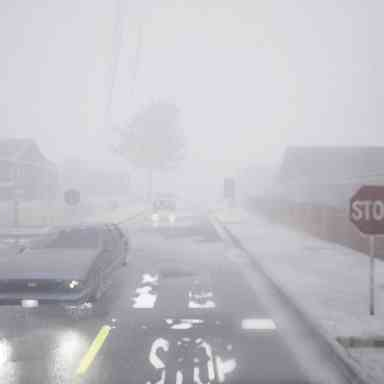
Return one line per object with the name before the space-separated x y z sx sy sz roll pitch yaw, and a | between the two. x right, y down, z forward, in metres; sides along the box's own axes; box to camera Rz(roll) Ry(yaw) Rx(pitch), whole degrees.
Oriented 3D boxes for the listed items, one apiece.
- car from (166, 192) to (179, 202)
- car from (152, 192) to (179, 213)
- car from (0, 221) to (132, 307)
car | -3.427 0.849 59.000 2.097 1.767 4.553 0 0 -6
car | -2.769 1.009 34.010 2.150 2.045 5.566 0 1 0
car | -2.761 1.466 8.321 2.033 1.411 5.357 0 1 0
